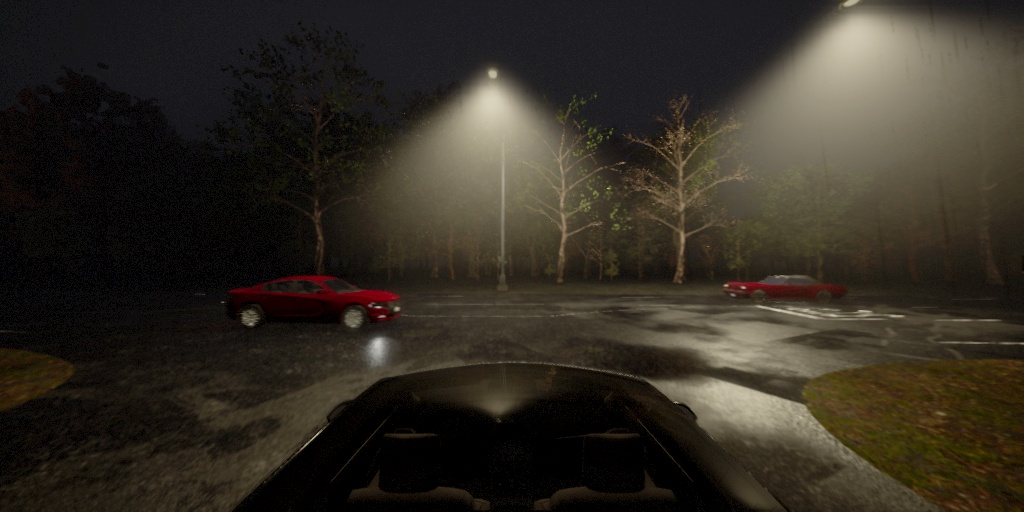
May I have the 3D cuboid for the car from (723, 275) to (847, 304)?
[{"bbox_3d":[12.985,1.586,17.346,4.718,1.301,1.895,0,-1,3],"label":"car"}]

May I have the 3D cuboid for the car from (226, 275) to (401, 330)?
[{"bbox_3d":[-6.048,1.359,11.190,5.008,1.535,1.882,0,-1,3],"label":"car"}]
